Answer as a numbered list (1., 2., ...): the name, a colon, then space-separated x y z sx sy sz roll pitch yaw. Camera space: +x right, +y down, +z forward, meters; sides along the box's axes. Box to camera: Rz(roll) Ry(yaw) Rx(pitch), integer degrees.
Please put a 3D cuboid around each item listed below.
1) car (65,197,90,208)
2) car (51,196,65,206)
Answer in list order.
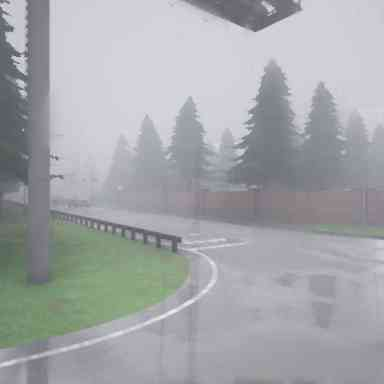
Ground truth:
1. car: -14.713 1.339 43.216 1.812 1.442 4.674 0 0 -34
2. car: -20.414 1.361 51.704 2.033 1.411 5.357 0 0 -34
